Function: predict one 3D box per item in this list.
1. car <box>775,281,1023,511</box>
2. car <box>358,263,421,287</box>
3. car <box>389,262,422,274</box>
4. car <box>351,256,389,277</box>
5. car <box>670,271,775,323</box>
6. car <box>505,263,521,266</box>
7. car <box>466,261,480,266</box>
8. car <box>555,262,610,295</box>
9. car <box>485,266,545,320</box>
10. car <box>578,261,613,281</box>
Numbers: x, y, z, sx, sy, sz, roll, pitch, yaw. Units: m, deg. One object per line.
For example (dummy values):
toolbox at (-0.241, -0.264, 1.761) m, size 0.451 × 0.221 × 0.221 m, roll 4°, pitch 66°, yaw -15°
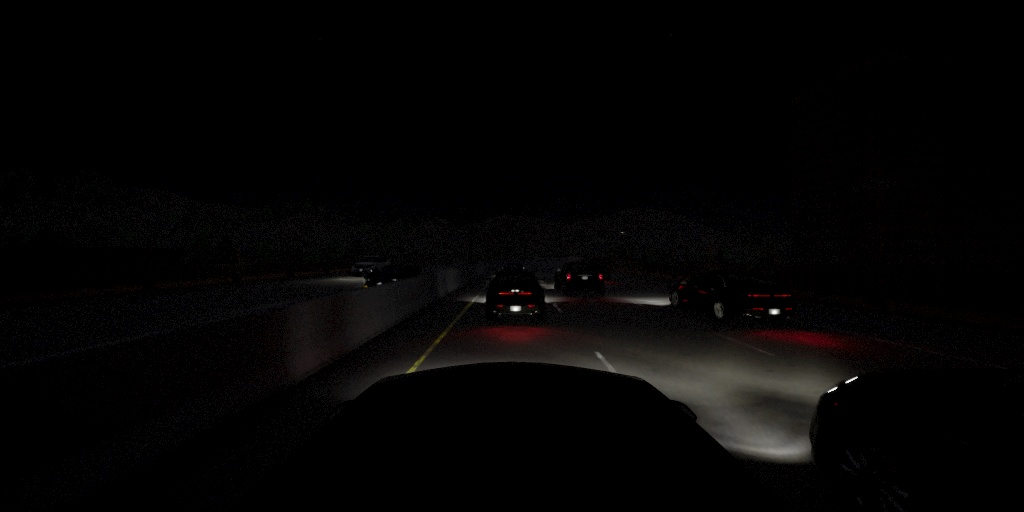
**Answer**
car at (3.600, 1.102, 1.174) m, size 2.097 × 1.767 × 4.553 m, roll 0°, pitch 0°, yaw 0°
car at (-7.088, 1.316, 21.238) m, size 1.994 × 1.385 × 4.181 m, roll 0°, pitch 0°, yaw 0°
car at (-10.573, 1.317, 36.636) m, size 1.994 × 1.385 × 4.181 m, roll 0°, pitch 0°, yaw 0°
car at (-14.076, 0.977, 36.194) m, size 2.150 × 2.045 × 5.566 m, roll 0°, pitch 0°, yaw 0°
car at (7.106, 1.255, 12.124) m, size 1.837 × 1.490 × 4.892 m, roll 0°, pitch 0°, yaw 0°
car at (0.116, 1.300, 30.877) m, size 2.033 × 1.411 × 5.357 m, roll 0°, pitch 0°, yaw 0°
car at (-6.788, 1.337, 63.410) m, size 1.994 × 1.385 × 4.181 m, roll 0°, pitch 0°, yaw 3°
car at (3.610, 1.103, 19.833) m, size 2.097 × 1.767 × 4.553 m, roll 0°, pitch 0°, yaw 0°
car at (0.107, 1.256, 12.684) m, size 1.837 × 1.490 × 4.892 m, roll 0°, pitch 0°, yaw 0°
car at (7.116, 1.257, 31.094) m, size 1.837 × 1.490 × 4.892 m, roll 0°, pitch 0°, yaw 0°
